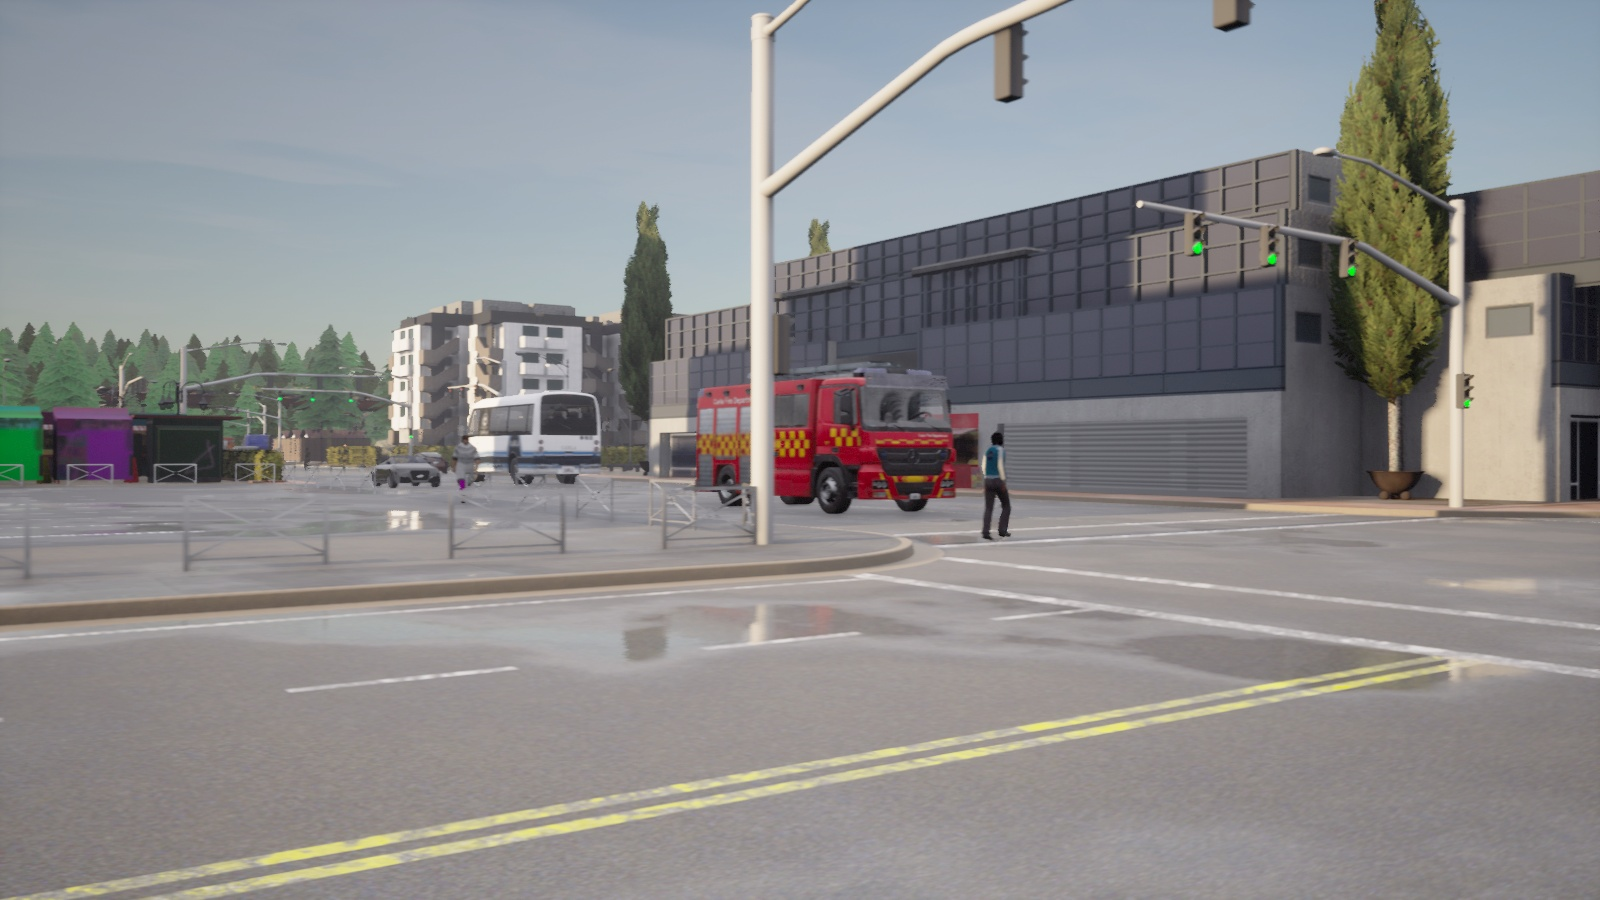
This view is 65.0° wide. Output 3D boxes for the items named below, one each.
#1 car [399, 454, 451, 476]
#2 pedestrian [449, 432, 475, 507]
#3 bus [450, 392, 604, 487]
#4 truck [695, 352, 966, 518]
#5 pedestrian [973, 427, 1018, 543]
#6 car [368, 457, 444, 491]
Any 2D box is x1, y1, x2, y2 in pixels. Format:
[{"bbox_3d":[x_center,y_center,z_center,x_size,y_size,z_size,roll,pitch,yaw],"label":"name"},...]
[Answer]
[{"bbox_3d":[-25.805,1.011,86.366,2.163,1.488,4.792,0,0,-33],"label":"car"},{"bbox_3d":[-8.860,0.503,32.918,0.659,1.952,0.873,0,0,-15],"label":"pedestrian"},{"bbox_3d":[-13.480,-0.453,61.109,3.944,4.253,10.273,0,0,-33],"label":"bus"},{"bbox_3d":[0.507,-0.339,33.335,2.891,3.827,8.468,0,0,-33],"label":"truck"},{"bbox_3d":[3.314,0.581,21.303,0.692,1.930,0.396,0,0,-41],"label":"pedestrian"},{"bbox_3d":[-16.769,0.975,53.348,1.994,1.385,4.181,0,0,-33],"label":"car"}]
